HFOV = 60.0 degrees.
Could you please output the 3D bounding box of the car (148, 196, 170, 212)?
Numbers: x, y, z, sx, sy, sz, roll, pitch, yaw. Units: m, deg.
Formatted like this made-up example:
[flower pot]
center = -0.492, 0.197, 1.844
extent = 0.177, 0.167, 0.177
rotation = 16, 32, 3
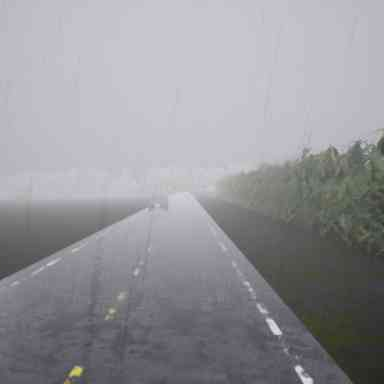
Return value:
[car]
center = -3.311, 1.130, 33.916
extent = 2.128, 1.511, 4.902
rotation = -1, 1, -1
